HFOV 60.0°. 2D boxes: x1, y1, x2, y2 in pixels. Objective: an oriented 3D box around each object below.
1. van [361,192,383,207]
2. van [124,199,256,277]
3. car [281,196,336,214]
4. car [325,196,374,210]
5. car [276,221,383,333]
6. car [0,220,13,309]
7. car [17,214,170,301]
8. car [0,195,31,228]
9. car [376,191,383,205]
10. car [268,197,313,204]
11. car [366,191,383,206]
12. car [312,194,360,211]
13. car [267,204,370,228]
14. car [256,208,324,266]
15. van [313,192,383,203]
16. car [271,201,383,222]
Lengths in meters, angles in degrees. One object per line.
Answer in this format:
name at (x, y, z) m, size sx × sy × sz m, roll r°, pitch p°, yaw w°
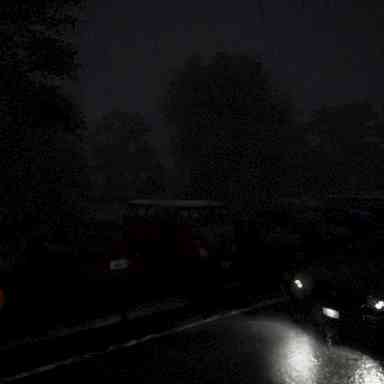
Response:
van at (25.539, 0.980, 44.993) m, size 1.878 × 1.987 × 4.442 m, roll 0°, pitch 0°, yaw -36°
van at (-0.449, 1.214, 10.024) m, size 1.878 × 1.987 × 4.442 m, roll 0°, pitch 0°, yaw -36°
car at (12.173, 1.297, 35.057) m, size 1.946 × 1.575 × 5.366 m, roll 0°, pitch 0°, yaw -36°
car at (18.854, 1.282, 40.030) m, size 2.163 × 1.488 × 4.792 m, roll 0°, pitch 0°, yaw -36°
car at (4.351, 1.503, 6.791) m, size 5.357 × 1.411 × 2.033 m, roll 0°, pitch 0°, yaw -36°
car at (-5.183, 1.468, 7.008) m, size 1.946 × 1.575 × 5.366 m, roll 0°, pitch 0°, yaw -36°
car at (-2.812, 1.485, 8.512) m, size 2.163 × 1.488 × 4.792 m, roll 0°, pitch 0°, yaw -36°
car at (-10.689, 1.207, 18.888) m, size 2.435 × 2.045 × 5.566 m, roll 0°, pitch 0°, yaw -36°
car at (30.139, 0.917, 48.107) m, size 2.435 × 2.045 × 5.566 m, roll -1°, pitch 0°, yaw -36°
car at (9.804, 1.317, 33.596) m, size 2.231 × 1.521 × 4.892 m, roll 0°, pitch 0°, yaw -36°
car at (27.847, 0.938, 46.537) m, size 2.435 × 2.045 × 5.566 m, roll 0°, pitch 0°, yaw -36°
car at (16.560, 1.143, 38.462) m, size 2.185 × 1.767 × 4.553 m, roll 0°, pitch 0°, yaw -36°
car at (4.061, 1.437, 13.359) m, size 2.163 × 1.488 × 4.792 m, roll 0°, pitch 0°, yaw -36°
car at (1.781, 1.453, 11.727) m, size 2.163 × 1.488 × 4.792 m, roll 0°, pitch 0°, yaw -36°
van at (8.670, 1.150, 16.550) m, size 1.878 × 1.987 × 4.442 m, roll 0°, pitch 0°, yaw -36°
car at (6.326, 1.391, 15.010) m, size 2.097 × 1.535 × 5.008 m, roll 0°, pitch 0°, yaw -36°
